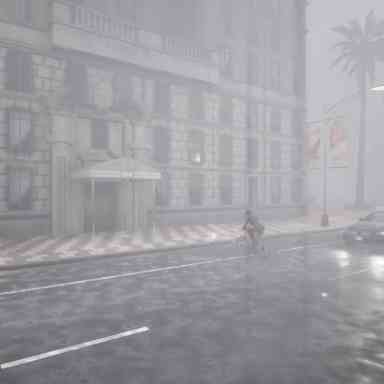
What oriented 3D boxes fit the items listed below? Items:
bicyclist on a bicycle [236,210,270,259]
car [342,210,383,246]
[{"bbox_3d":[2.083,1.453,11.543,0.582,1.620,1.656,0,-1,-35],"label":"bicyclist on a bicycle"},{"bbox_3d":[8.349,1.526,14.132,4.674,1.442,1.812,0,0,-34],"label":"car"}]
